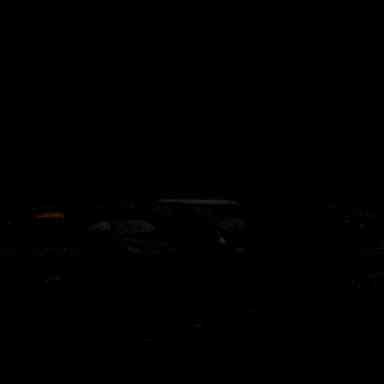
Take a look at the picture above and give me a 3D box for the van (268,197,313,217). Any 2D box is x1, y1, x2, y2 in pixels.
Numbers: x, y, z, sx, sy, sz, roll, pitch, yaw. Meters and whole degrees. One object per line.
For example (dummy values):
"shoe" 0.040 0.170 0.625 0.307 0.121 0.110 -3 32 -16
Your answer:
"van" 10.600 1.521 35.946 1.878 1.987 4.442 1 -1 -35

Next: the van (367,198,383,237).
"van" 7.003 1.305 17.061 1.878 1.987 4.442 1 -1 -35

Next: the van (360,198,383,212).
"van" 26.510 1.828 47.246 1.878 1.987 4.442 1 -1 -35

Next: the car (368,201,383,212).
"car" 28.829 2.097 48.757 2.097 1.535 5.008 1 -1 -35

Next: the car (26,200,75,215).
"car" -9.434 1.470 21.347 1.946 1.575 5.366 0 0 -35

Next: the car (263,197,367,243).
"car" 4.656 1.236 15.572 2.435 2.045 5.566 1 -1 -35

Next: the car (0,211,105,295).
"car" -4.352 1.506 9.102 2.163 1.488 4.792 0 0 -35

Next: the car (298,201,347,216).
"car" 15.286 1.836 39.124 2.097 1.535 5.008 1 -1 -35

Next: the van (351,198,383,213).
"van" 24.386 1.784 45.452 1.878 1.987 4.442 1 -1 -35

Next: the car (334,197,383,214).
"car" 22.078 1.715 43.921 2.435 2.045 5.566 1 -1 -35

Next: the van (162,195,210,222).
"van" -0.589 1.305 27.998 1.878 1.987 4.442 1 -1 -35

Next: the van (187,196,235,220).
"van" 1.567 1.347 29.530 1.878 1.987 4.442 1 -1 -35

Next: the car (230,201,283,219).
"car" 6.253 1.662 32.708 2.097 1.535 5.008 1 -1 -35

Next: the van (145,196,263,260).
"van" 0.226 1.249 12.248 1.878 1.987 4.442 0 0 -35

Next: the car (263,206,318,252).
"car" 2.410 1.503 13.978 2.163 1.488 4.792 1 0 -35

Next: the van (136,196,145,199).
"van" -2.821 1.260 26.127 1.878 1.987 4.442 1 0 -35

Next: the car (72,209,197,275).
"car" -2.106 1.515 10.737 2.002 1.452 4.674 0 0 -35

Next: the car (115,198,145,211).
"car" -5.028 1.471 24.709 2.097 1.535 5.008 0 0 -35

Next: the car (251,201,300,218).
"car" 8.510 1.745 34.315 2.002 1.452 4.674 1 -1 -35

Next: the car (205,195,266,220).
"car" 3.910 1.365 31.016 2.435 2.045 5.566 1 -1 -35

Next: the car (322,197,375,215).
"car" 19.819 1.672 42.317 2.435 2.045 5.566 1 -1 -35

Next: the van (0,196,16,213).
"van" -11.868 1.248 19.988 1.878 1.987 4.442 0 0 -35

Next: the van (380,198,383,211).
"van" 31.169 1.918 50.280 1.878 1.987 4.442 1 -1 -36

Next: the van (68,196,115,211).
"van" -7.216 1.246 23.005 1.878 1.987 4.442 0 0 -35
